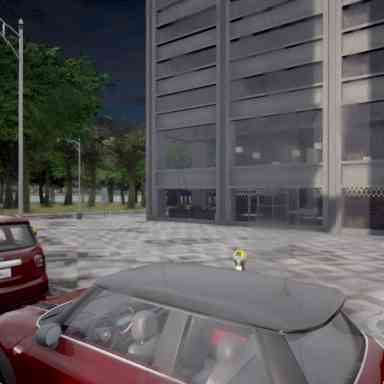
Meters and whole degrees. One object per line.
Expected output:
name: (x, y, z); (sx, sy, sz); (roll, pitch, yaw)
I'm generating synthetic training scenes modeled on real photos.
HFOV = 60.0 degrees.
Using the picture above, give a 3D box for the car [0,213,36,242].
car: (-4.800, 1.315, 6.382); (5.009, 1.841, 2.192); (0, 0, 35)

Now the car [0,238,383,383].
car: (-0.371, 1.440, 3.227); (4.097, 1.590, 1.967); (0, 0, 35)
